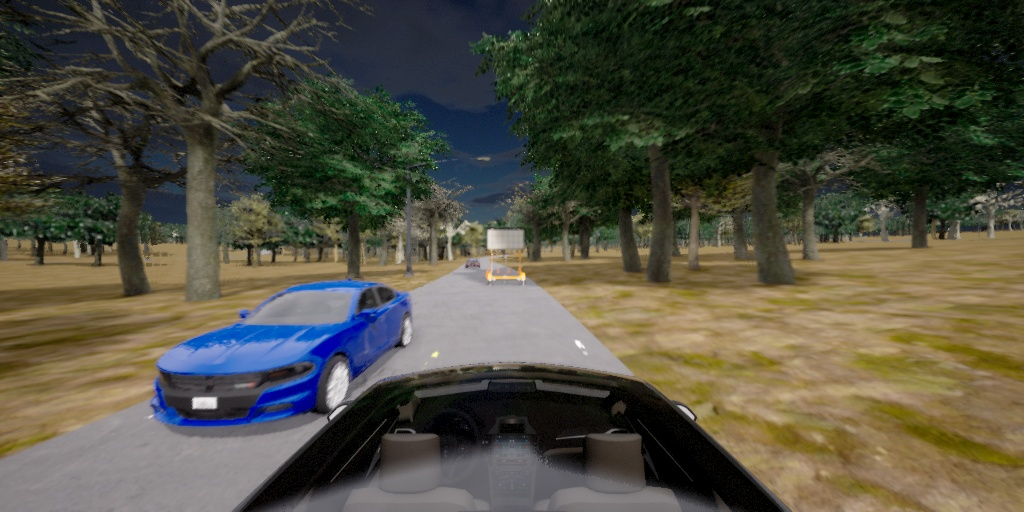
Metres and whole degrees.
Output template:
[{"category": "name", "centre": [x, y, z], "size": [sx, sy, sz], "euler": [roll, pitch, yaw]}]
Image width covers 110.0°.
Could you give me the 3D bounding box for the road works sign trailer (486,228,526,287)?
[{"category": "road works sign trailer", "centre": [-0.386, 0.010, 22.680], "size": [2.380, 3.560, 2.880], "euler": [0, 0, -3]}]

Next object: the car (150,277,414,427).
[{"category": "car", "centre": [-3.133, 1.189, 6.125], "size": [1.882, 1.535, 5.008], "euler": [0, 1, 0]}]

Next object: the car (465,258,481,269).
[{"category": "car", "centre": [-5.143, 0.936, 47.438], "size": [1.994, 1.385, 4.181], "euler": [0, 0, -5]}]
